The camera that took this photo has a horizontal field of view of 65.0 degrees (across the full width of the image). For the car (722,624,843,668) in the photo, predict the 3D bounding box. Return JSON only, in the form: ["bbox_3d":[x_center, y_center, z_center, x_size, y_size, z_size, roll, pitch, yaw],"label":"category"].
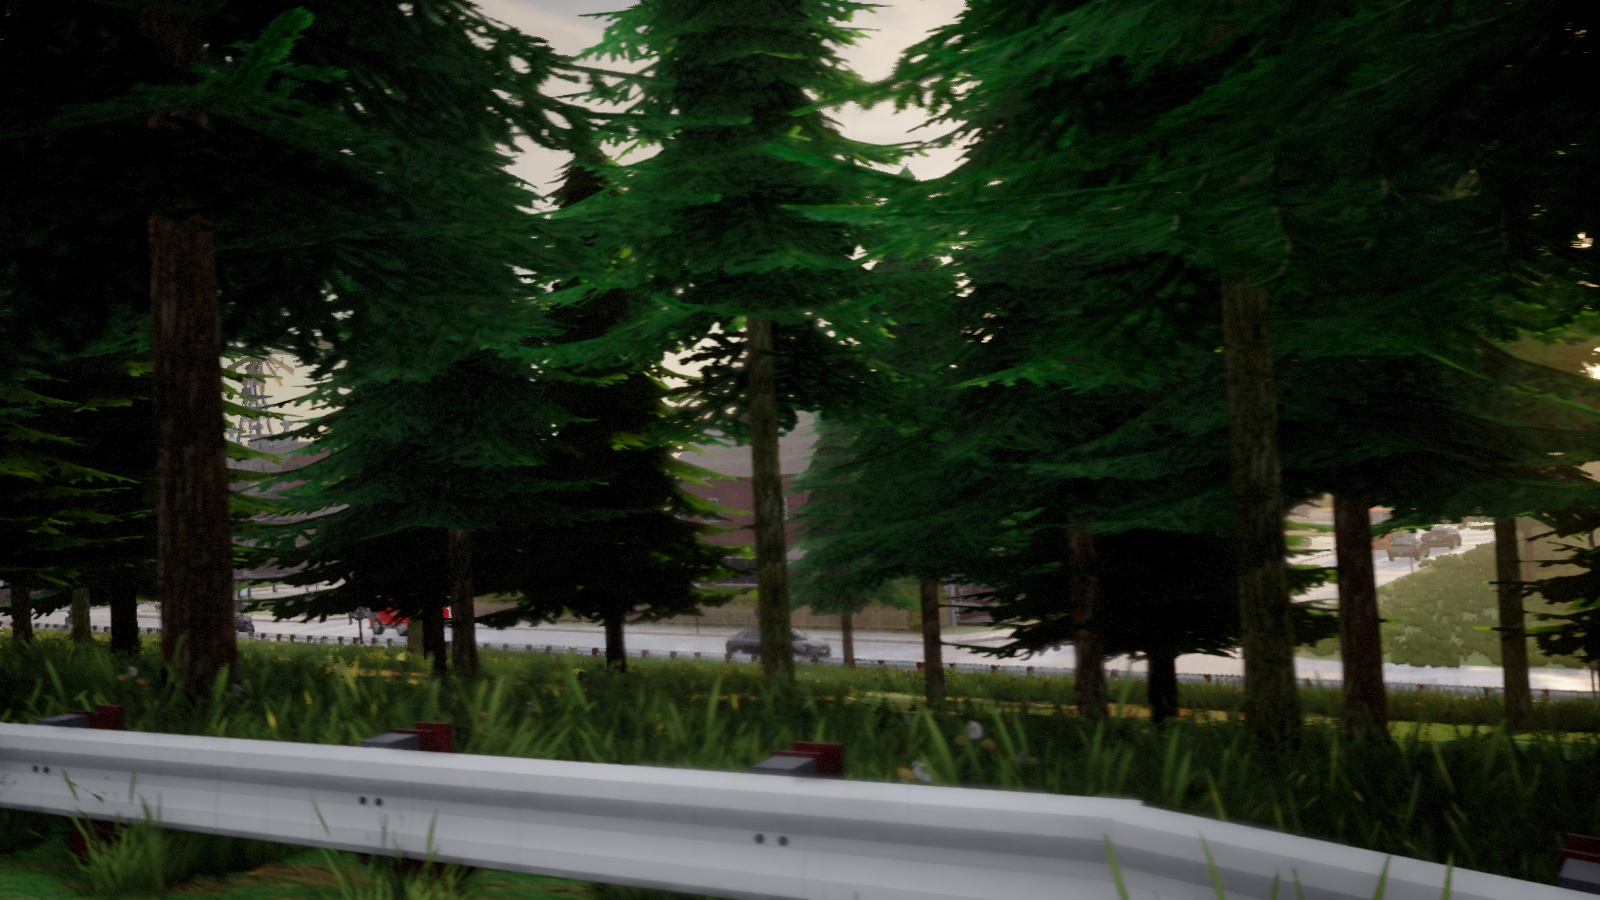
[{"bbox_3d":[-0.755,8.167,52.586,4.892,1.490,1.837,-6,-2,37],"label":"car"}]

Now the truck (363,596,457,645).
[{"bbox_3d":[-23.028,10.021,73.995,5.204,2.467,2.627,-6,-2,37],"label":"truck"}]

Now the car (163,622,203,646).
[{"bbox_3d":[-40.907,12.204,83.268,2.207,1.376,1.481,-6,-2,37],"label":"car"}]

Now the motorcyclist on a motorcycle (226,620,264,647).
[{"bbox_3d":[-35.222,11.641,79.628,2.191,1.530,0.866,-5,-2,23],"label":"motorcyclist on a motorcycle"}]

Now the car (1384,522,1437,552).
[{"bbox_3d":[40.830,5.795,83.927,2.128,1.511,4.902,-6,-2,37],"label":"car"}]
